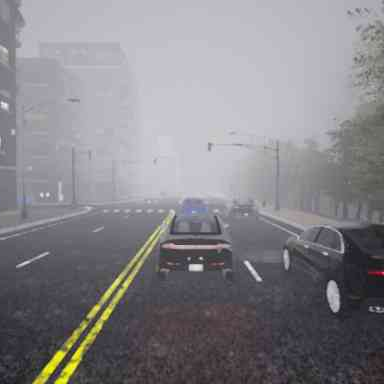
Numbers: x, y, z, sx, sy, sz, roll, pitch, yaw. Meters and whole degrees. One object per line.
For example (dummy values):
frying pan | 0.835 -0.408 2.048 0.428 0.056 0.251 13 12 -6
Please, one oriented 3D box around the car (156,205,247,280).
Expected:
car | 0.087 1.337 9.405 2.128 1.511 4.902 0 1 0

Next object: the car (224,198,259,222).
car | 3.323 1.125 22.712 2.128 1.511 4.902 0 1 0

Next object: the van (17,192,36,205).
van | -22.771 0.900 43.742 3.998 1.788 1.690 -1 2 -1

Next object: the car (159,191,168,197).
car | -6.572 0.392 76.372 1.895 1.301 4.718 0 1 0

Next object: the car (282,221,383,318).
car | 3.338 1.381 7.141 1.837 1.490 4.892 0 -1 0

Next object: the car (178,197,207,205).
car | 0.076 1.098 23.461 1.882 1.535 5.008 0 1 -1
